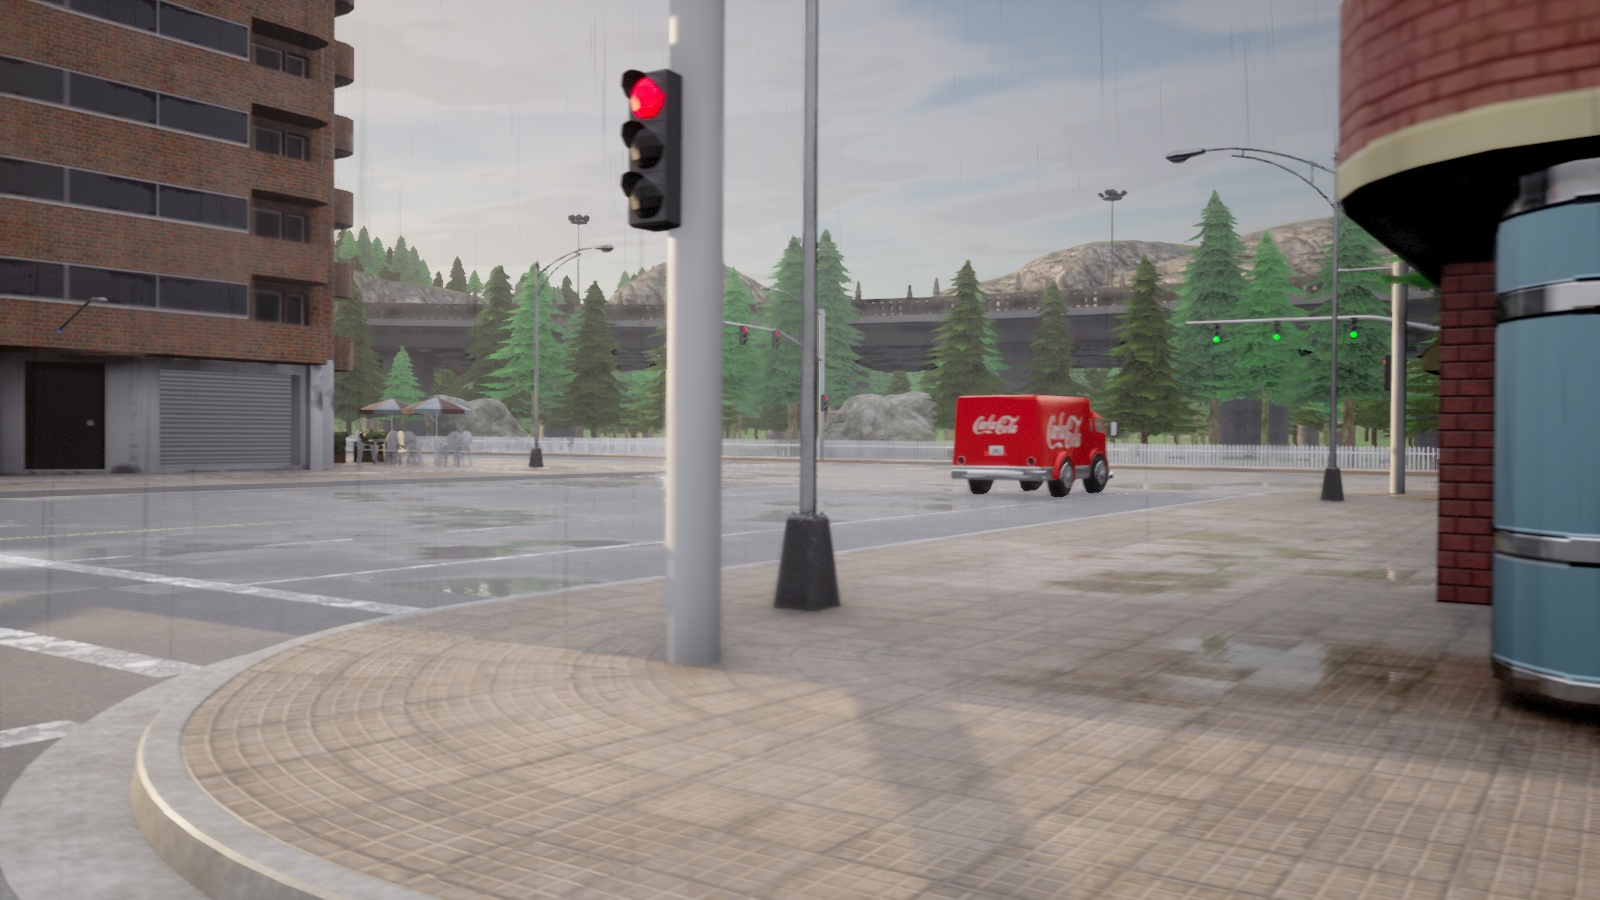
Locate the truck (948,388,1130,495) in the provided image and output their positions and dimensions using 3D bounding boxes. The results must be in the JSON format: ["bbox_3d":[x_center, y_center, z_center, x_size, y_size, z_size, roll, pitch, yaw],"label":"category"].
[{"bbox_3d":[6.186,-0.229,31.990,2.627,2.467,5.204,0,1,35],"label":"truck"}]
